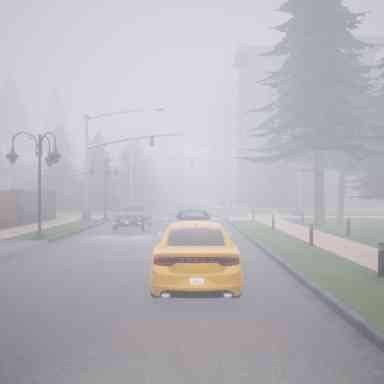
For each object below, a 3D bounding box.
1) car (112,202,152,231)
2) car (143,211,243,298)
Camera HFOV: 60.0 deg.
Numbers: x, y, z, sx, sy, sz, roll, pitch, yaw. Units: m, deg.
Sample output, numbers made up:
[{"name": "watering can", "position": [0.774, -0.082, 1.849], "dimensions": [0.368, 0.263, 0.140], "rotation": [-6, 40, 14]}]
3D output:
[{"name": "car", "position": [-3.566, 1.418, 20.500], "dimensions": [1.837, 1.490, 4.892], "rotation": [0, 0, 0]}, {"name": "car", "position": [0.084, 1.478, 8.553], "dimensions": [1.882, 1.535, 5.008], "rotation": [0, 0, 0]}]
